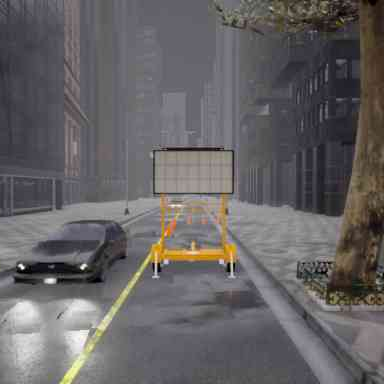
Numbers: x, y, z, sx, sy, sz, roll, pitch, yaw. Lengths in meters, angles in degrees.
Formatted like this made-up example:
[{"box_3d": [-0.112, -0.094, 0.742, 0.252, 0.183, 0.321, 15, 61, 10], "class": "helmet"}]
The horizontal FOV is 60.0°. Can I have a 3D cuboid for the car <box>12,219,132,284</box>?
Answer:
[{"box_3d": [-3.071, 1.548, 9.871, 2.033, 1.411, 5.357, 0, 0, 0], "class": "car"}]

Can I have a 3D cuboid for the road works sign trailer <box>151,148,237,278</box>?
[{"box_3d": [0.046, 0.465, 10.099, 2.380, 3.560, 2.880, 0, 0, 0], "class": "road works sign trailer"}]

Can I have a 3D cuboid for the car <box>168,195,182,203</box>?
[{"box_3d": [-2.810, 1.654, 60.491, 1.994, 1.385, 4.181, 0, 0, 0], "class": "car"}]
